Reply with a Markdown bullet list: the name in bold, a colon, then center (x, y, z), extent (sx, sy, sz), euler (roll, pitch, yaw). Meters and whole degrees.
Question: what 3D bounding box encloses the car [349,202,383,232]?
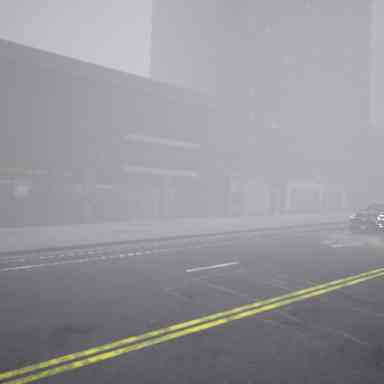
- **car**: center (11.368, 1.409, 19.819), extent (4.553, 1.767, 2.097), euler (1, 0, -36)
